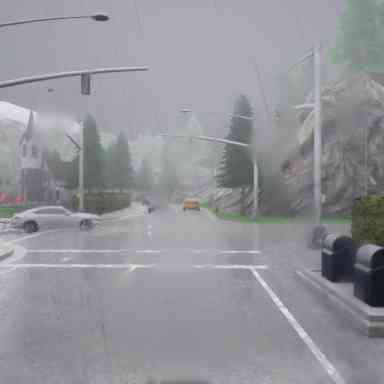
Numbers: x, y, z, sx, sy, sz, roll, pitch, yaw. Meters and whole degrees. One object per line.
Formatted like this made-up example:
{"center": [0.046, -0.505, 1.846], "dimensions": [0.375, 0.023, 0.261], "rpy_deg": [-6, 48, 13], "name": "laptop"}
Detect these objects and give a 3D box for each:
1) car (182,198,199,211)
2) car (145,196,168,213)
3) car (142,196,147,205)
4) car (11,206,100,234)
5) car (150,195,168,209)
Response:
{"center": [-0.218, 1.477, 41.745], "dimensions": [1.882, 1.535, 5.008], "rpy_deg": [0, 0, -5], "name": "car"}
{"center": [-3.748, 1.505, 36.685], "dimensions": [1.837, 1.490, 4.892], "rpy_deg": [0, 0, -2], "name": "car"}
{"center": [-7.169, 1.505, 56.647], "dimensions": [1.837, 1.490, 4.892], "rpy_deg": [0, 0, -20], "name": "car"}
{"center": [-7.721, 1.525, 19.102], "dimensions": [4.674, 1.442, 1.812], "rpy_deg": [0, 0, -17], "name": "car"}
{"center": [-4.682, 1.352, 46.804], "dimensions": [2.097, 1.767, 4.553], "rpy_deg": [0, 0, -11], "name": "car"}
